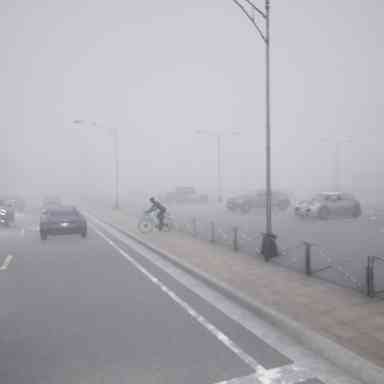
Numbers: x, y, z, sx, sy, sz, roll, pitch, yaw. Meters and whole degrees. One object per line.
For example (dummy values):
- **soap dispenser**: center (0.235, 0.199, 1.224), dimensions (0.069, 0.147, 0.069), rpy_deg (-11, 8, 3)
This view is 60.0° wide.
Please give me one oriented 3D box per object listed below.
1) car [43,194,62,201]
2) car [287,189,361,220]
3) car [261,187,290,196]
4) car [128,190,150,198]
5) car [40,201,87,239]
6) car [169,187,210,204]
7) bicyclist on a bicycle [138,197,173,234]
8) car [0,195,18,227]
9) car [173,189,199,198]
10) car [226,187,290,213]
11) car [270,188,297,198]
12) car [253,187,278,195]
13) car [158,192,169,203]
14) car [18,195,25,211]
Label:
- **car**: center (-15.778, 0.974, 37.643), dimensions (2.033, 1.411, 5.357), rpy_deg (-1, 1, -23)
- **car**: center (7.939, 0.780, 19.568), dimensions (3.806, 1.475, 1.970), rpy_deg (-1, 1, -24)
- **car**: center (16.116, -0.191, 64.218), dimensions (5.027, 1.636, 2.152), rpy_deg (-1, 1, -24)
- **car**: center (-9.015, 0.322, 56.572), dimensions (3.633, 1.501, 1.845), rpy_deg (-1, 1, -24)
- **car**: center (-6.279, 1.342, 16.154), dimensions (1.994, 1.385, 4.181), rpy_deg (-1, 1, -24)
- **car**: center (-0.103, 0.343, 37.013), dimensions (3.866, 1.878, 1.905), rpy_deg (-1, 1, -24)
- **bicyclist on a bicycle**: center (-1.635, 1.048, 15.000), dimensions (1.656, 1.620, 0.582), rpy_deg (-2, 1, -24)
- **car**: center (-12.066, 1.114, 20.126), dimensions (2.097, 1.767, 4.553), rpy_deg (-1, 1, -23)
- **car**: center (-1.023, 0.230, 56.834), dimensions (3.806, 1.475, 1.970), rpy_deg (-1, 1, -24)
- **car**: center (5.055, 0.612, 25.308), dimensions (5.027, 1.636, 2.152), rpy_deg (-1, 1, -24)
- **car**: center (13.870, 0.128, 50.287), dimensions (3.633, 1.501, 1.845), rpy_deg (-1, 1, -24)
- **car**: center (14.804, -0.228, 67.067), dimensions (4.514, 1.523, 2.007), rpy_deg (-1, 1, -24)
- **car**: center (-1.652, 0.327, 39.506), dimensions (4.605, 1.855, 1.932), rpy_deg (-1, 1, -24)
- **car**: center (-17.253, 1.058, 31.998), dimensions (2.128, 1.511, 4.902), rpy_deg (-1, 1, -23)
